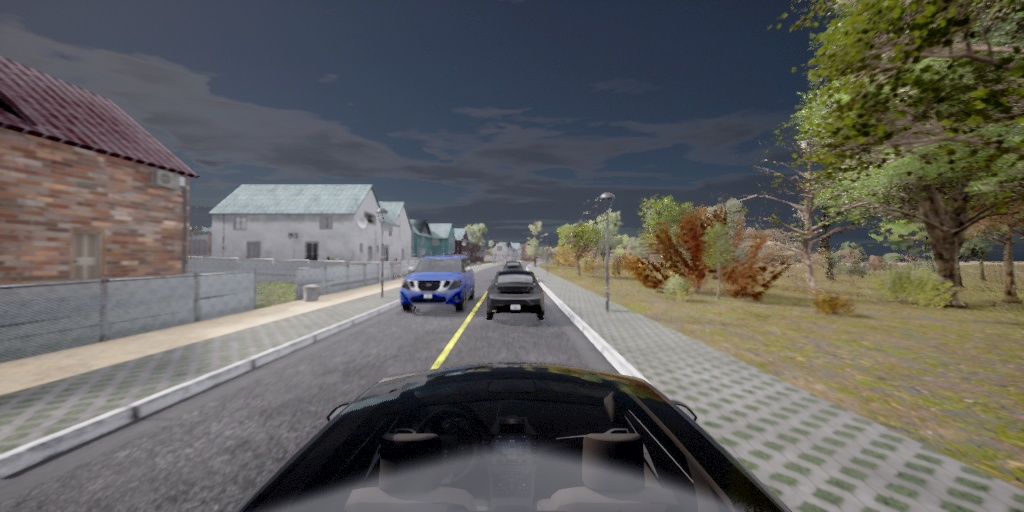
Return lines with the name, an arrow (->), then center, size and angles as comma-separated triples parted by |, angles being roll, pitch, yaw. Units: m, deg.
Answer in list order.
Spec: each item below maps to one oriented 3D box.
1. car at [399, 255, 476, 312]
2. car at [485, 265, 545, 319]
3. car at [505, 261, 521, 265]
car -> -2.745, 0.961, 14.488 | 2.150, 2.045, 5.566 | 0, 0, 0
car -> 0.105, 1.246, 12.837 | 1.837, 1.490, 4.892 | 0, 0, 0
car -> 0.114, 1.225, 33.226 | 1.837, 1.490, 4.892 | 0, 0, 0
